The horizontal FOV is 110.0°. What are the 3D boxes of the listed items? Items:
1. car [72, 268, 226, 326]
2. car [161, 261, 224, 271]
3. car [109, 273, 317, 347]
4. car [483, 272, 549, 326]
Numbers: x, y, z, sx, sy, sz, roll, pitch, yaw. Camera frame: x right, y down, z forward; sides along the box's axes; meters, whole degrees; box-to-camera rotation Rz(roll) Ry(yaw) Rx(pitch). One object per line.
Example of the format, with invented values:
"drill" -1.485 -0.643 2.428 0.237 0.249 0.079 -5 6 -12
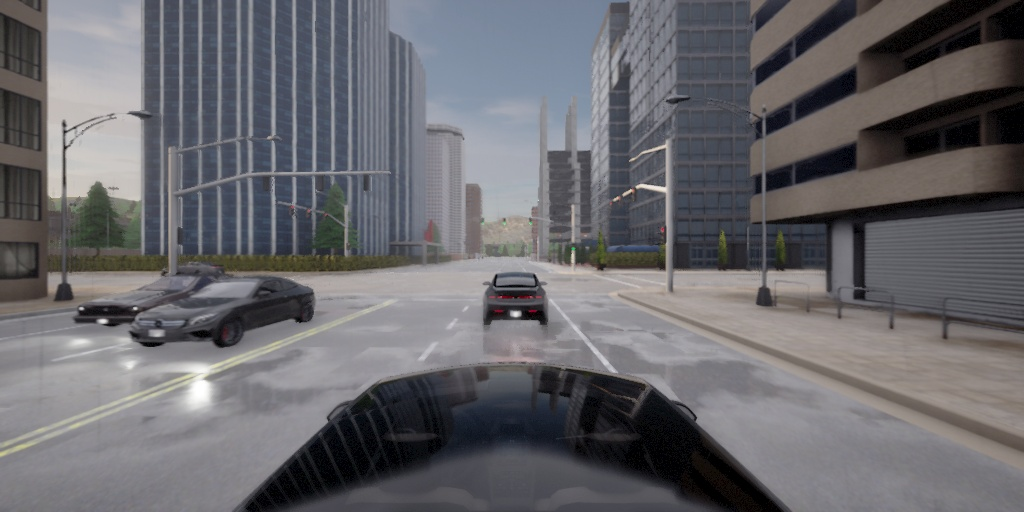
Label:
"car" -10.499 1.290 11.854 2.033 1.411 5.357 0 0 0
"car" -28.290 1.220 31.831 4.902 1.511 2.128 0 0 1
"car" -7.022 1.270 9.433 1.812 1.442 4.674 0 0 0
"car" 0.100 1.248 11.626 1.837 1.490 4.892 0 0 0
